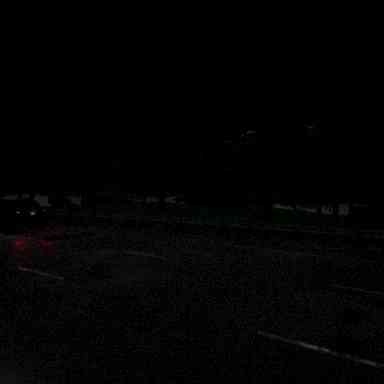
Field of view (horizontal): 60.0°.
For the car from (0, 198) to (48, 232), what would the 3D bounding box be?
[{"bbox_3d":[-10.145,1.115,18.199,4.553,1.767,2.097,1,0,27],"label":"car"}]
